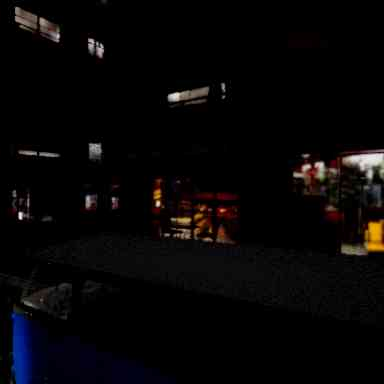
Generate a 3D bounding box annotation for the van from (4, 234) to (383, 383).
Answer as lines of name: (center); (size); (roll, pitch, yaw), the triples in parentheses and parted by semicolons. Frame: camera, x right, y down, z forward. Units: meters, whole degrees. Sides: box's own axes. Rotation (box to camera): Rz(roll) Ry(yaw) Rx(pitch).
van: (0.050, 1.351, 2.825); (3.998, 1.788, 1.690); (0, 0, 36)
